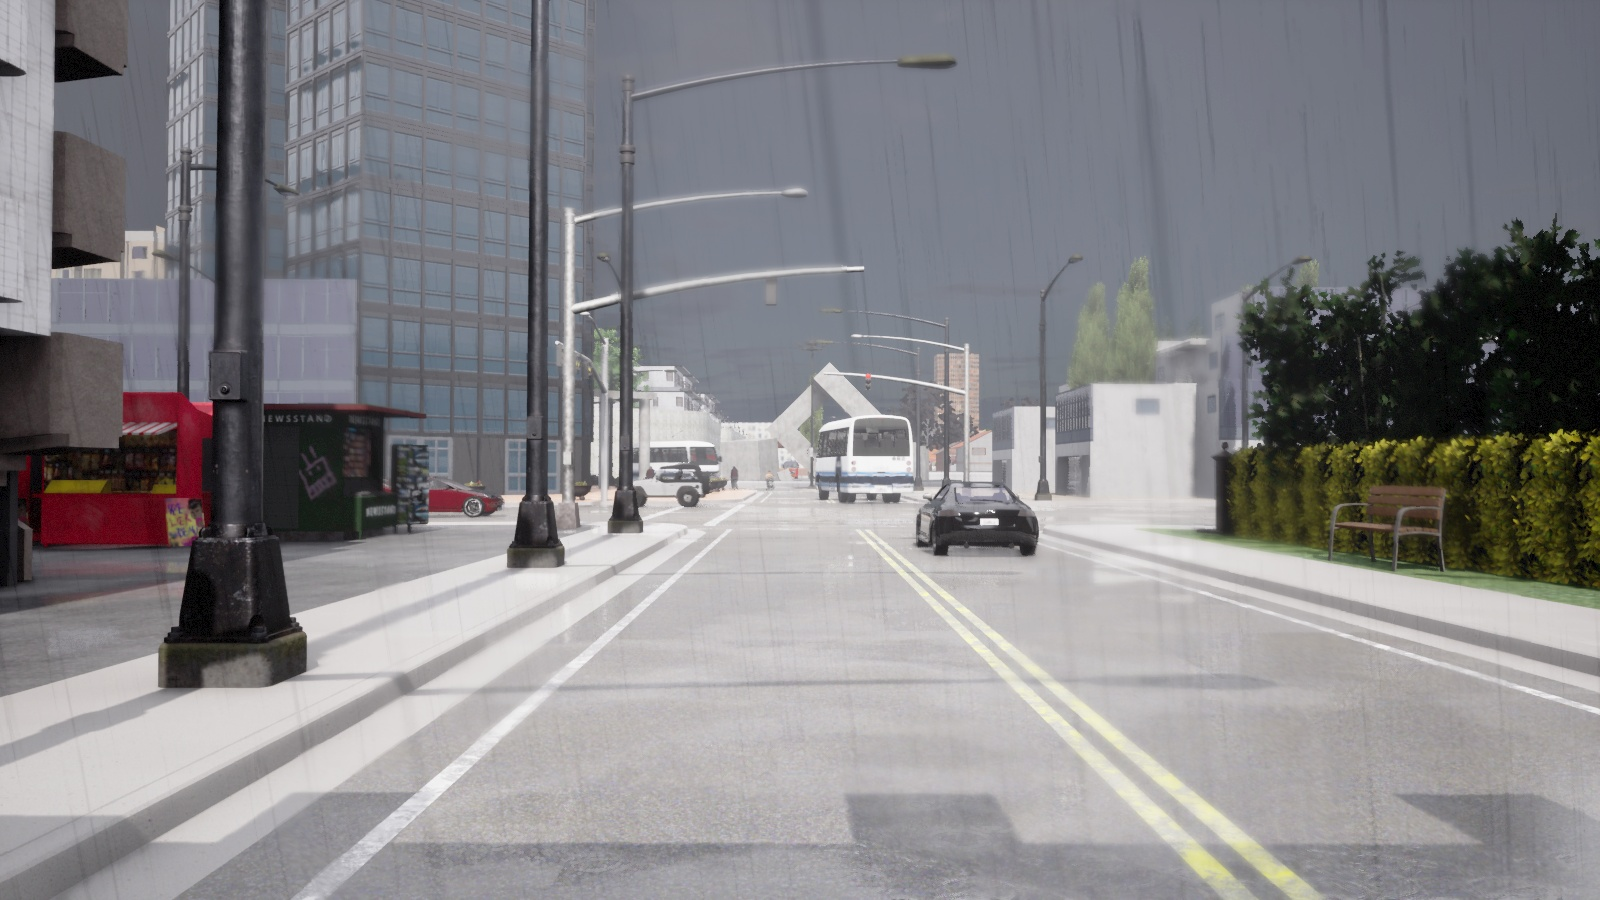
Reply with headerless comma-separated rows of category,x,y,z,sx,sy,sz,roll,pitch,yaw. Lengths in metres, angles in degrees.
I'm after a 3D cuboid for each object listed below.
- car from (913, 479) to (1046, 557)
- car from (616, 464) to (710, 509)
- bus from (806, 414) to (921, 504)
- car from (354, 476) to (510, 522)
car,3.437,1.280,24.800,1.994,1.385,4.181,0,-1,0
car,-5.886,1.588,54.446,3.866,1.878,1.905,-1,-1,-1
bus,3.052,0.513,64.891,3.944,4.253,10.273,0,-1,-9
car,-12.781,1.706,43.870,4.792,1.488,2.163,-1,-1,-1
